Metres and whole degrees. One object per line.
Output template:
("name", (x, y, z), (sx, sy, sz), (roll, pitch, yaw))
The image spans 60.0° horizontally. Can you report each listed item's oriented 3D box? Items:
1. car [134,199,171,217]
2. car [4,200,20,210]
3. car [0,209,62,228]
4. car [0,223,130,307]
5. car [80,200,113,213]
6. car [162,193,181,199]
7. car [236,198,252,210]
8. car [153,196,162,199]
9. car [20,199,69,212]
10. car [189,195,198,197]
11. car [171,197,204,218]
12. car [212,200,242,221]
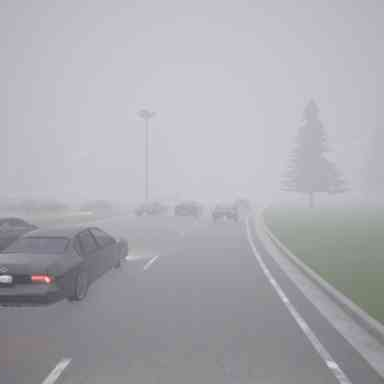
("car", (-3.592, 1.583, 30.569), (1.895, 1.301, 4.718), (0, 0, 12))
("car", (-18.255, 1.501, 36.509), (1.812, 1.442, 4.674), (0, 0, 18))
("car", (-6.335, 1.518, 10.954), (1.812, 1.442, 4.674), (0, 0, 4))
("car", (-3.057, 1.542, 8.236), (2.033, 1.411, 5.357), (0, 0, 4))
("car", (-10.675, 1.541, 37.344), (1.994, 1.385, 4.181), (0, 0, 17))
("car", (-4.136, 1.176, 74.718), (2.150, 2.045, 5.566), (0, 0, 15))
("car", (6.377, 1.483, 41.801), (1.837, 1.490, 4.892), (0, 0, 15))
("car", (-7.303, 1.543, 76.424), (1.895, 1.301, 4.718), (0, 0, 15))
("car", (-15.124, 1.578, 34.797), (1.895, 1.301, 4.718), (0, 0, 18))
("car", (0.196, 1.341, 77.383), (1.895, 1.301, 4.718), (0, 0, 15))
("car", (-0.185, 1.461, 29.700), (1.882, 1.535, 5.008), (0, 0, 11))
("car", (2.773, 1.587, 26.579), (1.895, 1.301, 4.718), (0, 0, 10))
